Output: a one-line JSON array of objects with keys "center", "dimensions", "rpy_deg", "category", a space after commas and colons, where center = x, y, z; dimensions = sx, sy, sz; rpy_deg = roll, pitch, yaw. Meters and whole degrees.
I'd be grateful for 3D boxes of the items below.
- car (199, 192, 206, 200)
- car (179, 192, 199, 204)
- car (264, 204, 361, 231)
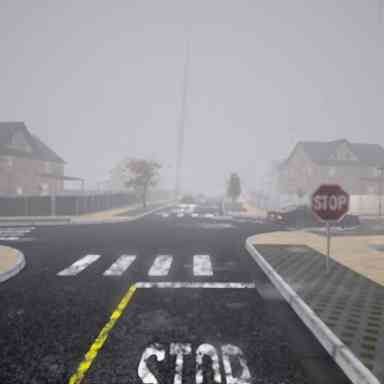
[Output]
[{"center": [1.665, 0.701, 63.215], "dimensions": [2.033, 1.411, 5.357], "rpy_deg": [0, 1, 8], "category": "car"}, {"center": [-0.525, 0.956, 45.284], "dimensions": [1.994, 1.385, 4.181], "rpy_deg": [0, 1, 6], "category": "car"}, {"center": [6.826, 1.372, 18.903], "dimensions": [5.357, 1.411, 2.033], "rpy_deg": [0, 1, -15], "category": "car"}]
